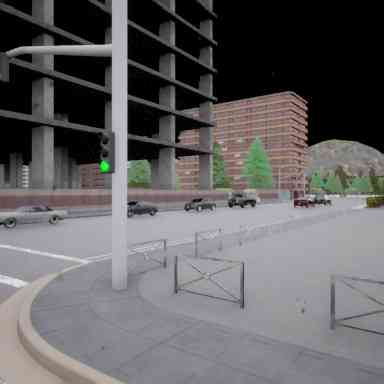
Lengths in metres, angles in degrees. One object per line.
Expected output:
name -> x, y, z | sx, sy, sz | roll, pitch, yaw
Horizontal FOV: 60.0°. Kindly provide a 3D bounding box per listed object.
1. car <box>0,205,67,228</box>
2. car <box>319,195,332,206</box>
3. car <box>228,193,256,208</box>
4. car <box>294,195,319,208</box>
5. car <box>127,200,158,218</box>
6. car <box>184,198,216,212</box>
car -> -10.795, 1.545, 21.872 | 1.895, 1.301, 4.718 | 0, 0, 35
car -> 21.682, 1.297, 55.250 | 2.097, 1.767, 4.553 | 0, 0, 35
car -> 7.200, 1.166, 47.180 | 2.150, 2.045, 5.566 | 0, 0, 35
car -> 15.982, 1.422, 47.211 | 1.882, 1.535, 5.008 | 0, 0, 35
car -> -5.019, 1.470, 30.004 | 1.812, 1.442, 4.674 | 0, 0, 36
car -> 0.976, 1.449, 38.468 | 1.837, 1.490, 4.892 | 0, 0, 35
